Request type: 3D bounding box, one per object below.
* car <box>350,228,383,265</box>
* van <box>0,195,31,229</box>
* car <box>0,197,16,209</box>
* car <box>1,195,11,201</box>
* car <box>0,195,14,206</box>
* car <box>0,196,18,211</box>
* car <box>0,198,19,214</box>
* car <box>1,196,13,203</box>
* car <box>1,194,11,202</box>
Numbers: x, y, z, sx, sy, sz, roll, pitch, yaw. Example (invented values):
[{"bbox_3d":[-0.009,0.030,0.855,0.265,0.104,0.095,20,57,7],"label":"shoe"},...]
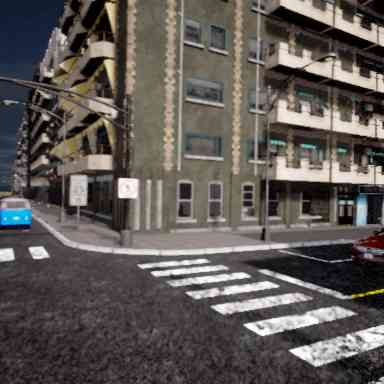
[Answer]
[{"bbox_3d":[7.725,1.865,11.874,4.674,1.442,1.812,2,0,-30],"label":"car"},{"bbox_3d":[-11.029,1.283,20.748,1.690,1.788,3.998,0,0,-30],"label":"van"},{"bbox_3d":[-24.777,1.446,44.657,1.887,1.381,4.507,0,0,-30],"label":"car"},{"bbox_3d":[-46.490,1.479,83.126,1.947,1.339,4.313,0,0,-30],"label":"car"},{"bbox_3d":[-30.194,1.336,54.280,1.967,1.590,4.097,0,0,-30],"label":"car"},{"bbox_3d":[-22.047,1.346,39.858,1.967,1.590,4.097,0,0,-30],"label":"car"},{"bbox_3d":[-19.402,1.436,35.205,1.752,1.417,4.829,0,0,-30],"label":"car"},{"bbox_3d":[-35.635,1.461,63.893,1.947,1.339,4.313,0,0,-30],"label":"car"},{"bbox_3d":[-41.099,1.340,73.487,1.967,1.590,4.097,0,0,-30],"label":"car"}]
